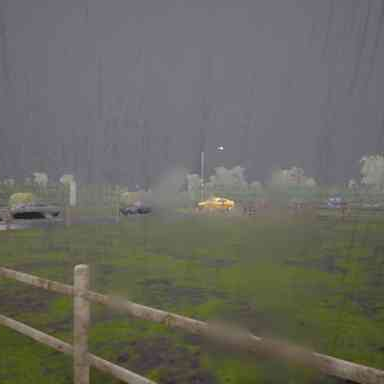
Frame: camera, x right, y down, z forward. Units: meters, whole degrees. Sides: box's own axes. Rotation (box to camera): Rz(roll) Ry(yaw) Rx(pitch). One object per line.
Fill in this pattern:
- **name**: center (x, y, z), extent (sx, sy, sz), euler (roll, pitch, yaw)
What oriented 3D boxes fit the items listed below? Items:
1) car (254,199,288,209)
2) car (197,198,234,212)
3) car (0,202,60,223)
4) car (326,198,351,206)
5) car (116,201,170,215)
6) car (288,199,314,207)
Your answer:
- **car**: center (10.586, 1.628, 45.608), extent (4.718, 1.301, 1.895), euler (0, 0, -38)
- **car**: center (2.810, 1.496, 39.220), extent (5.008, 1.535, 1.882), euler (0, 0, -40)
- **car**: center (-12.482, 1.488, 24.939), extent (2.128, 1.511, 4.902), euler (0, 0, 43)
- **car**: center (22.436, 1.586, 51.081), extent (4.674, 1.442, 1.812), euler (0, 0, -36)
- **car**: center (-4.697, 1.555, 32.586), extent (5.357, 1.411, 2.033), euler (0, 0, -43)
- **car**: center (14.518, 1.649, 45.059), extent (4.718, 1.301, 1.895), euler (0, 0, -37)
